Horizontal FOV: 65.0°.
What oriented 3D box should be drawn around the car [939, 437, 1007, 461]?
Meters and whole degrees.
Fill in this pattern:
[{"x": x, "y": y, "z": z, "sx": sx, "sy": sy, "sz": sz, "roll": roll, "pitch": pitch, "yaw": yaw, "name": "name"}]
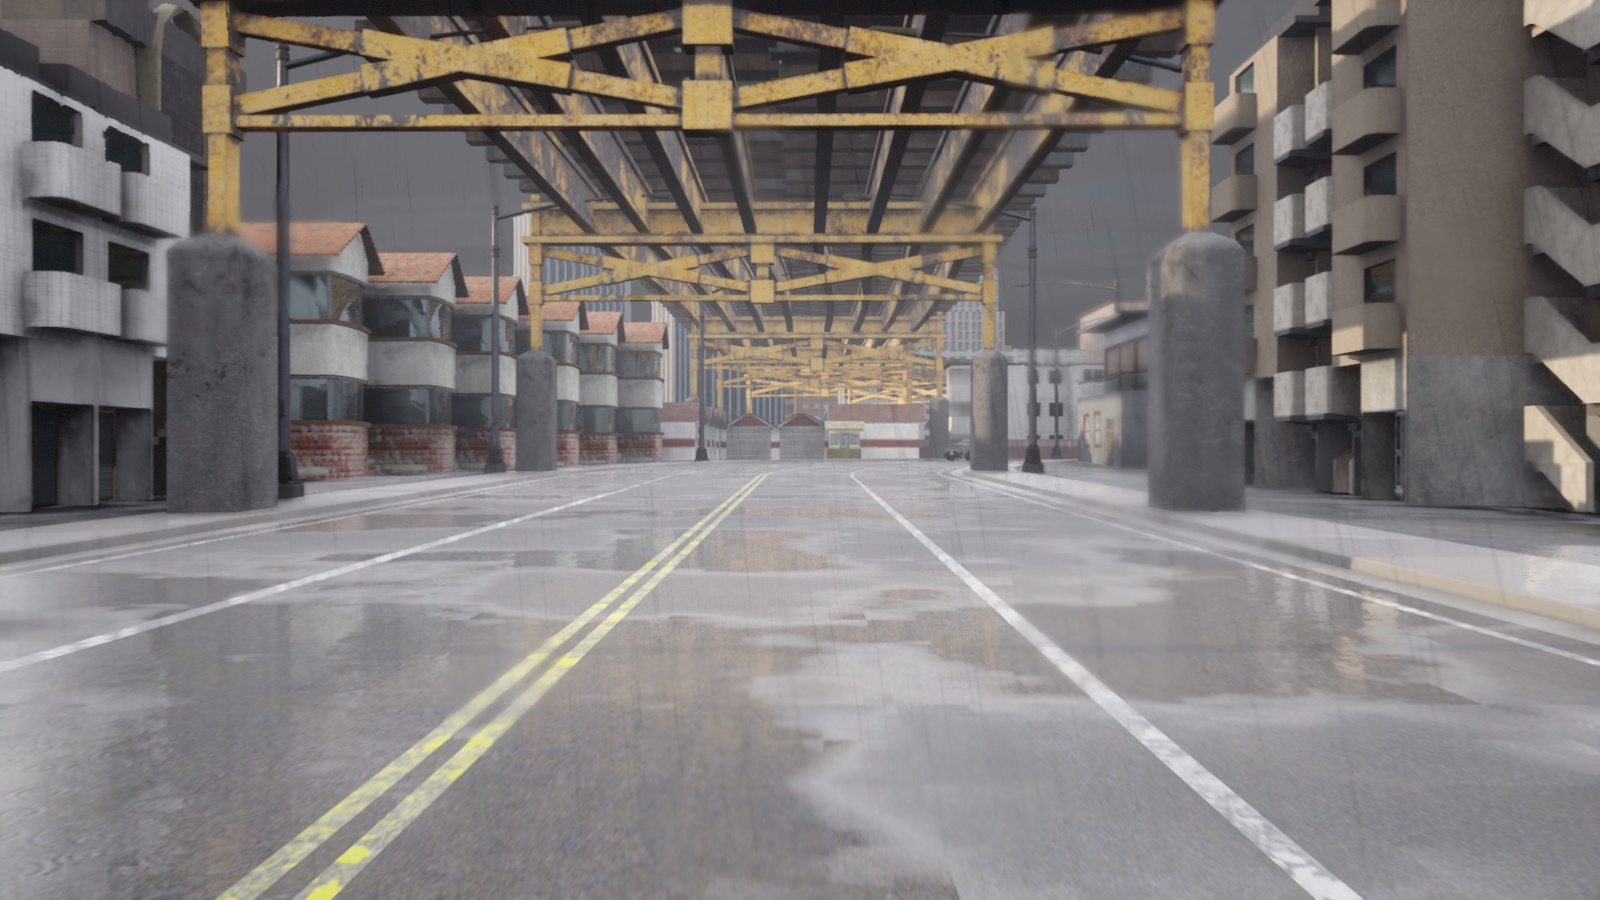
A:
[{"x": 11.355, "y": -0.038, "z": 82.390, "sx": 4.514, "sy": 1.525, "sz": 2.007, "roll": 0, "pitch": 0, "yaw": -43, "name": "car"}]
